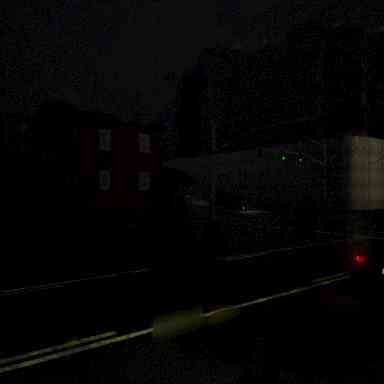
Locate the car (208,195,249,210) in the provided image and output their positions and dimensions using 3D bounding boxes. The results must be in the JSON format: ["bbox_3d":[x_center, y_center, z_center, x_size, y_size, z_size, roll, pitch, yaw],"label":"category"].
[{"bbox_3d":[3.999,1.105,37.592,2.033,1.411,5.357,0,5,-36],"label":"car"}]

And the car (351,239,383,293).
[{"bbox_3d":[5.579,1.564,7.732,4.181,1.385,1.994,0,0,-35],"label":"car"}]

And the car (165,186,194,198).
[{"bbox_3d":[-1.749,-0.076,45.642,1.895,1.301,4.718,0,9,-36],"label":"car"}]
